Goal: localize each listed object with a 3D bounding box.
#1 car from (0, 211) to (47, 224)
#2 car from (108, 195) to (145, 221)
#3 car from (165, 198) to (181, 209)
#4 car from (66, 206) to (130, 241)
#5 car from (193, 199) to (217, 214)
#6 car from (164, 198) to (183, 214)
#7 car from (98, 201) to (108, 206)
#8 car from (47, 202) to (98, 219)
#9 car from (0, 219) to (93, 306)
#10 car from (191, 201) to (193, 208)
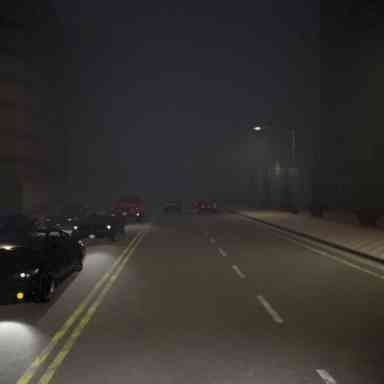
[{"bbox_3d":[-7.812,1.559,13.227,1.882,1.535,5.008,-1,0,-4],"label":"car"},{"bbox_3d":[-5.143,1.255,27.478,2.150,2.045,5.566,-1,0,-4],"label":"car"},{"bbox_3d":[-2.643,1.532,46.069,2.033,1.411,5.357,-1,0,-3],"label":"car"},{"bbox_3d":[-4.517,1.637,16.806,1.895,1.301,4.718,-1,0,-3],"label":"car"},{"bbox_3d":[1.534,1.490,35.389,2.033,1.411,5.357,-1,0,-3],"label":"car"},{"bbox_3d":[-1.980,1.478,35.576,2.128,1.511,4.902,-1,0,-3],"label":"car"},{"bbox_3d":[-8.950,1.639,33.026,1.994,1.385,4.181,-1,0,-3],"label":"car"},{"bbox_3d":[-8.398,1.626,23.123,2.033,1.411,5.357,-1,0,-3],"label":"car"},{"bbox_3d":[-3.998,1.603,8.061,1.994,1.385,4.181,-1,0,-3],"label":"car"},{"bbox_3d":[0.913,1.542,45.015,1.895,1.301,4.718,-1,0,-3],"label":"car"}]
